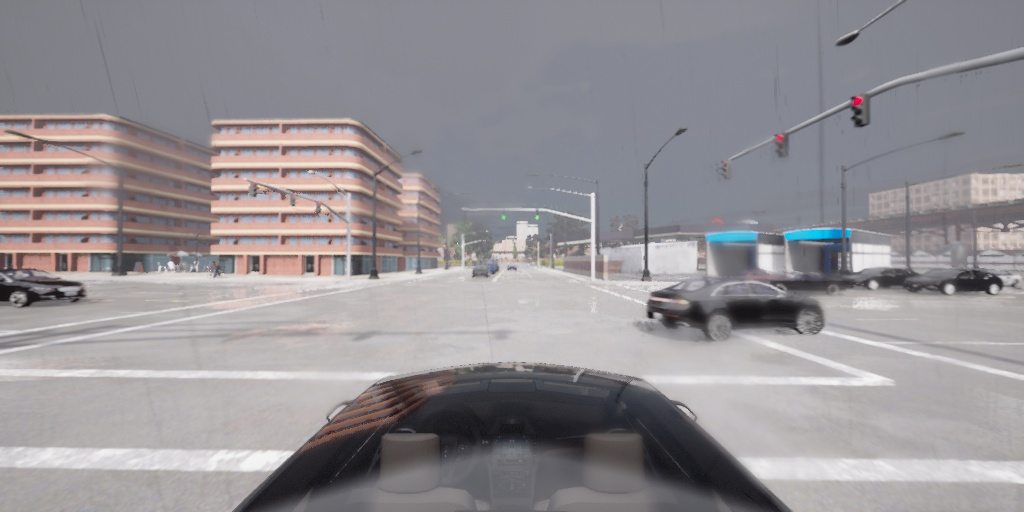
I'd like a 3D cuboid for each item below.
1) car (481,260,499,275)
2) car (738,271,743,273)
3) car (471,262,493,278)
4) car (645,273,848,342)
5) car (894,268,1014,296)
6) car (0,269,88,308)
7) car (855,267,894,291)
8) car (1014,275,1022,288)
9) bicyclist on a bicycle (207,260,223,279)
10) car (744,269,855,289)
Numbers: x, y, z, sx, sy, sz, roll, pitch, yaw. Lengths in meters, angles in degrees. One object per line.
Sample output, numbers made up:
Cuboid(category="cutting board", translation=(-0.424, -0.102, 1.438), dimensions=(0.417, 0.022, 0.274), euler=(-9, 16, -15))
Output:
Cuboid(category="car", translation=(-3.528, 1.592, 51.631), dimensions=(2.150, 2.045, 5.566), euler=(0, -1, 1))
Cuboid(category="car", translation=(16.295, 1.593, 24.321), dimensions=(4.181, 1.385, 1.994), euler=(0, -1, 0))
Cuboid(category="car", translation=(-3.578, 1.753, 41.833), dimensions=(1.837, 1.490, 4.892), euler=(0, -1, 0))
Cuboid(category="car", translation=(6.116, 1.343, 9.845), dimensions=(4.902, 1.511, 2.128), euler=(0, -1, -15))
Cuboid(category="car", translation=(25.750, 1.492, 20.990), dimensions=(4.892, 1.490, 1.837), euler=(0, -1, -6))
Cuboid(category="car", translation=(-20.796, 1.275, 14.971), dimensions=(4.902, 1.511, 2.128), euler=(1, -1, 1))
Cuboid(category="car", translation=(25.040, 1.535, 24.440), dimensions=(4.892, 1.490, 1.837), euler=(0, -1, -5))
Cuboid(category="car", translation=(34.696, 1.652, 26.256), dimensions=(4.718, 1.301, 1.895), euler=(0, -1, -19))
Cuboid(category="bicyclist on a bicycle", translation=(-26.141, 1.217, 31.578), dimensions=(0.582, 1.620, 1.656), euler=(1, 0, 1))
Cuboid(category="car", translation=(16.472, 1.586, 20.794), dimensions=(4.718, 1.301, 1.895), euler=(0, -1, 0))
